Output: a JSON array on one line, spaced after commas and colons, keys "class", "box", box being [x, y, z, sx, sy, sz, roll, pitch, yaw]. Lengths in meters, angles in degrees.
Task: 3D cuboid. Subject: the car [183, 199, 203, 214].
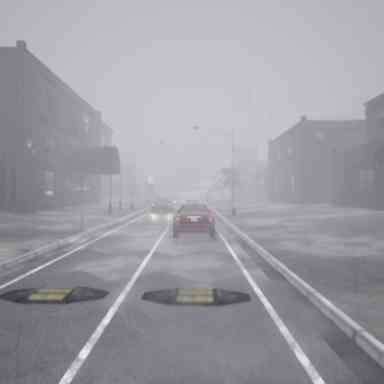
[{"class": "car", "box": [0.087, 1.485, 36.438, 2.033, 1.411, 5.357, 0, 0, 0]}]

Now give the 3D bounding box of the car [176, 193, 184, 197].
[{"class": "car", "box": [-3.014, 0.993, 76.876, 2.097, 1.767, 4.553, 0, 0, 0]}]

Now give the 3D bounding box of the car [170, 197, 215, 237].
[{"class": "car", "box": [0.096, 1.342, 18.110, 2.097, 1.767, 4.553, 0, 0, 0]}]

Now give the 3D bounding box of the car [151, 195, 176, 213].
[{"class": "car", "box": [-3.099, 1.293, 35.324, 2.097, 1.767, 4.553, 0, 0, 0]}]
